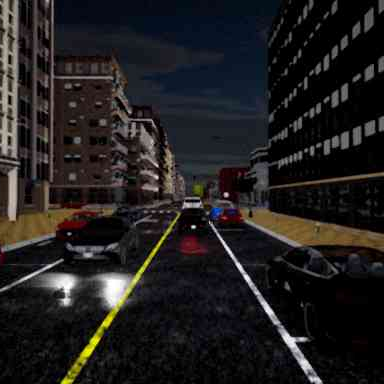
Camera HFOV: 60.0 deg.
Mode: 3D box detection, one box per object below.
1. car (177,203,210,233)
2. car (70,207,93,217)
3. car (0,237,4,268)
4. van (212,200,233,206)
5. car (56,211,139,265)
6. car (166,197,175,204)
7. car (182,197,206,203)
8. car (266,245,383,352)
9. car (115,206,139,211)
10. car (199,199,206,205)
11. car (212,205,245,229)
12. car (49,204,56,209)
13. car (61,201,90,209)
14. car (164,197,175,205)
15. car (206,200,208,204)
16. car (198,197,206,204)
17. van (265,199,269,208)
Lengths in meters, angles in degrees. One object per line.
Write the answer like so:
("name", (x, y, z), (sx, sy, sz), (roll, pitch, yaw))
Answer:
("car", (0.086, 1.722, 21.073), (1.837, 1.490, 4.892), (0, 0, 0))
("car", (-5.692, 1.725, 17.705), (1.887, 1.381, 4.507), (0, -1, 0))
("car", (-5.687, 1.379, 6.329), (2.192, 1.841, 5.009), (0, -1, 0))
("van", (2.653, 1.641, 29.061), (1.690, 1.788, 3.998), (0, -1, 0))
("car", (-3.104, 1.650, 12.251), (1.812, 1.442, 4.674), (0, -1, 0))
("car", (-5.713, 2.303, 90.459), (2.192, 1.841, 5.009), (0, -1, 0))
("car", (0.079, 1.602, 36.741), (2.150, 2.045, 5.566), (0, -1, 0))
("car", (2.659, 1.631, 6.303), (1.947, 1.339, 4.313), (0, -1, 0))
("car", (-5.695, 1.865, 29.082), (1.947, 1.339, 4.313), (0, -1, 0))
("car", (2.669, 2.505, 84.920), (1.802, 1.307, 4.206), (0, -1, 0))
("car", (2.654, 1.822, 23.369), (1.802, 1.307, 4.206), (0, -1, 0))
("car", (-22.972, 1.977, 49.850), (4.829, 1.417, 1.752), (0, -1, 0))
("car", (-17.480, 2.045, 49.863), (4.206, 1.307, 1.802), (0, -1, 0))
("car", (-5.710, 2.381, 79.208), (1.752, 1.417, 4.829), (0, -1, 0))
("car", (2.672, 2.322, 74.013), (1.752, 1.417, 4.829), (0, -1, 0))
("car", (2.668, 2.304, 90.462), (2.192, 1.841, 5.009), (0, -1, 0))
("van", (14.884, 2.026, 58.333), (3.998, 1.788, 1.690), (0, -1, 0))
